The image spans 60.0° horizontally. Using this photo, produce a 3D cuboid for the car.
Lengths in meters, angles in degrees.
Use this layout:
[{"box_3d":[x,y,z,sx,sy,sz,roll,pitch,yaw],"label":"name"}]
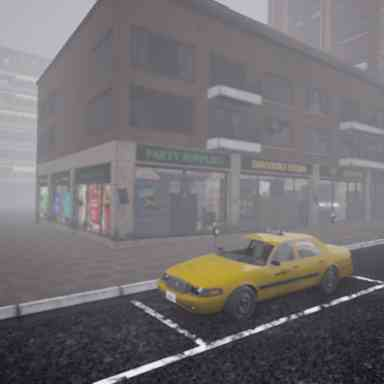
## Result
[{"box_3d":[1.603,1.500,7.217,4.829,1.417,1.752,0,2,-35],"label":"car"}]
